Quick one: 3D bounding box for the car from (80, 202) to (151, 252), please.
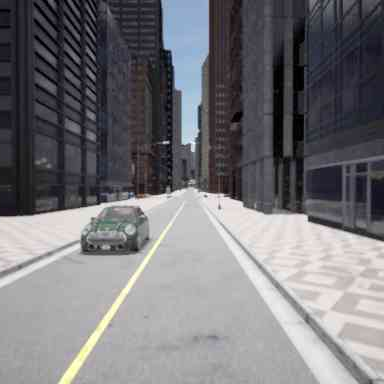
[{"bbox_3d":[-3.000,1.341,13.829,2.097,1.767,4.553,0,0,0],"label":"car"}]
